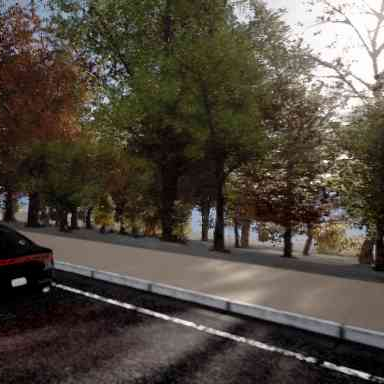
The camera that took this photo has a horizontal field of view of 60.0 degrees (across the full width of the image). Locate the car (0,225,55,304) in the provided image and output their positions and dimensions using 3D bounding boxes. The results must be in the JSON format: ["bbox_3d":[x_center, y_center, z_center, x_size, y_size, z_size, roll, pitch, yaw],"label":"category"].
[{"bbox_3d":[-5.058,1.413,7.290,5.008,1.535,1.882,1,0,35],"label":"car"}]
